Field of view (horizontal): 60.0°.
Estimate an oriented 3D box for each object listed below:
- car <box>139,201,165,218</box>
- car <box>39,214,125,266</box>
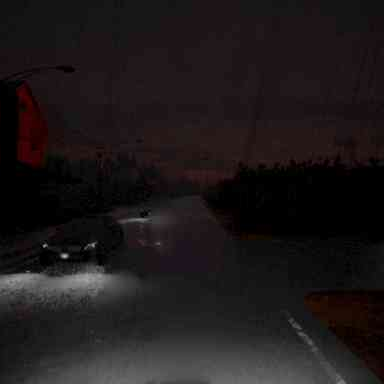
[{"bbox_3d":[-3.533,1.554,30.374,1.812,1.442,4.674,0,0,0],"label":"car"},{"bbox_3d":[-3.602,1.537,11.724,1.812,1.442,4.674,0,0,0],"label":"car"}]
